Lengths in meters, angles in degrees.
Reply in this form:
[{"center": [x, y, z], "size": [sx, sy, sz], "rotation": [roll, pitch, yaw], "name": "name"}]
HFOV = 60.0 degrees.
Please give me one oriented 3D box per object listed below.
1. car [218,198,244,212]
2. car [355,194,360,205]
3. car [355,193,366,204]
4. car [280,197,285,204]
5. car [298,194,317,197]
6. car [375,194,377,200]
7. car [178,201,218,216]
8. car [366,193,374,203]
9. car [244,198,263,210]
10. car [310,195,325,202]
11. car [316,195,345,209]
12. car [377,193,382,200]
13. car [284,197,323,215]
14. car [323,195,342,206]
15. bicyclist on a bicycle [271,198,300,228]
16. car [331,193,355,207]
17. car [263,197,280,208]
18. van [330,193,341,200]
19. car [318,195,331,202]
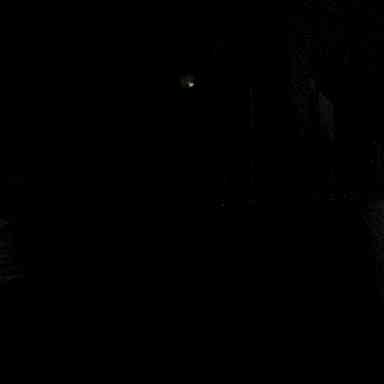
[{"center": [3.619, 1.350, 36.450], "size": [1.967, 1.590, 4.097], "rotation": [0, 0, 35], "name": "car"}, {"center": [23.464, 1.368, 50.139], "size": [1.947, 1.339, 4.313], "rotation": [0, 0, 35], "name": "car"}, {"center": [26.673, 1.108, 54.776], "size": [2.192, 1.841, 5.009], "rotation": [0, 0, 35], "name": "car"}, {"center": [13.250, 1.439, 50.361], "size": [1.947, 1.339, 4.313], "rotation": [0, 0, 35], "name": "car"}, {"center": [14.831, 1.368, 42.180], "size": [1.812, 1.442, 4.674], "rotation": [0, 0, 35], "name": "car"}, {"center": [36.399, 1.292, 68.824], "size": [1.752, 1.417, 4.829], "rotation": [0, 0, 35], "name": "car"}, {"center": [0.411, 1.508, 31.814], "size": [1.802, 1.307, 4.206], "rotation": [0, 0, 35], "name": "car"}, {"center": [33.093, 1.089, 64.049], "size": [2.192, 1.841, 5.009], "rotation": [0, 0, 35], "name": "car"}, {"center": [6.830, 1.478, 41.087], "size": [1.802, 1.307, 4.206], "rotation": [0, 0, 35], "name": "car"}, {"center": [26.090, 1.401, 68.909], "size": [1.947, 1.339, 4.313], "rotation": [0, 0, 35], "name": "car"}, {"center": [17.045, 1.368, 40.867], "size": [1.887, 1.381, 4.507], "rotation": [0, 0, 35], "name": "car"}, {"center": [42.721, 1.348, 77.956], "size": [1.802, 1.307, 4.206], "rotation": [-1, 0, 35], "name": "car"}, {"center": [10.627, 1.415, 31.594], "size": [1.947, 1.339, 4.313], "rotation": [0, 0, 35], "name": "car"}, {"center": [22.458, 1.322, 53.205], "size": [1.837, 1.490, 4.892], "rotation": [0, 0, 35], "name": "car"}, {"center": [5.160, 1.171, 18.493], "size": [1.656, 1.620, 0.582], "rotation": [-1, 0, 35], "name": "bicyclist on a bicycle"}, {"center": [20.254, 1.127, 45.504], "size": [2.192, 1.841, 5.009], "rotation": [0, 0, 35], "name": "car"}, {"center": [9.943, 1.409, 45.584], "size": [1.752, 1.417, 4.829], "rotation": [0, 0, 35], "name": "car"}, {"center": [35.717, 1.168, 82.820], "size": [1.690, 1.788, 3.998], "rotation": [-1, 0, 35], "name": "van"}, {"center": [29.299, 1.409, 73.545], "size": [1.802, 1.307, 4.206], "rotation": [0, 0, 35], "name": "car"}]
